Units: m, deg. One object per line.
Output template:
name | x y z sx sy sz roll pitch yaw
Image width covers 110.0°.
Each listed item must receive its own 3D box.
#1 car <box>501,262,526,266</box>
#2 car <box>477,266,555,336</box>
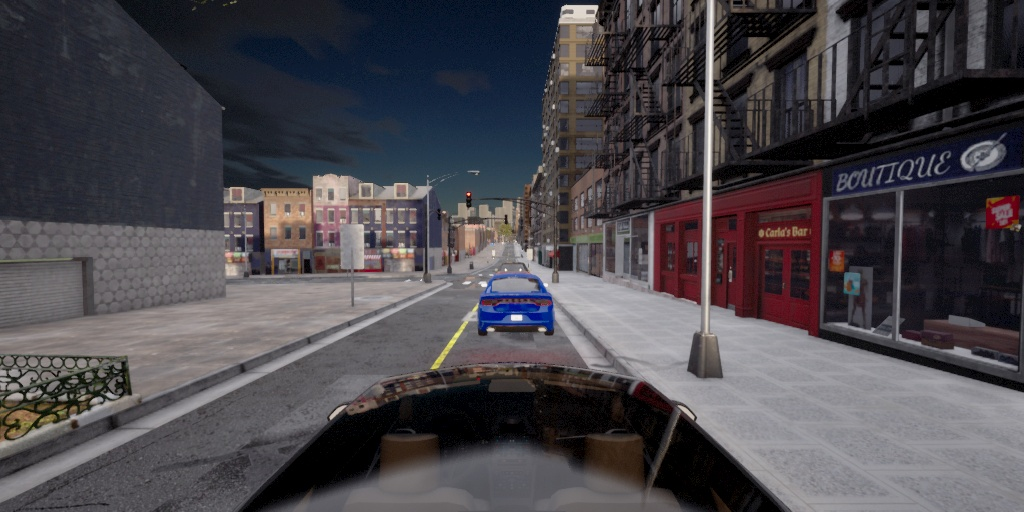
car | 0.055 1.109 20.466 2.097 1.767 4.553 0 0 0
car | 0.088 1.228 10.472 1.882 1.535 5.008 0 0 0
